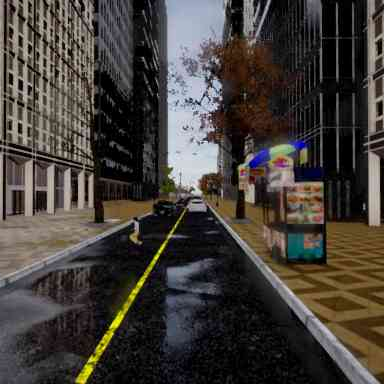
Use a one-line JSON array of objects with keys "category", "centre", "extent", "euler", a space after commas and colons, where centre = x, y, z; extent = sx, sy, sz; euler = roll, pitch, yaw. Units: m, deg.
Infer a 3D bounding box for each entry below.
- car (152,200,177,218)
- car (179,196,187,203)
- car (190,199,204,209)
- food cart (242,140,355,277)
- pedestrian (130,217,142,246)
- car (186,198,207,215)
[{"category": "car", "centre": [-2.449, 1.511, 30.203], "extent": [1.837, 1.490, 4.892], "euler": [0, 0, 1]}, {"category": "car", "centre": [-1.801, 1.546, 71.269], "extent": [2.128, 1.511, 4.902], "euler": [0, 0, 1]}, {"category": "car", "centre": [0.696, 1.611, 45.462], "extent": [1.895, 1.301, 4.718], "euler": [0, 0, 1]}, {"category": "food cart", "centre": [3.137, 0.468, 11.053], "extent": [2.280, 3.560, 4.660], "euler": [-1, -1, 1]}, {"category": "pedestrian", "centre": [-2.281, 1.576, 13.674], "extent": [0.375, 1.300, 0.375], "euler": [1, -1, 1]}, {"category": "car", "centre": [0.549, 1.533, 34.317], "extent": [1.812, 1.442, 4.674], "euler": [0, 0, 0]}]
